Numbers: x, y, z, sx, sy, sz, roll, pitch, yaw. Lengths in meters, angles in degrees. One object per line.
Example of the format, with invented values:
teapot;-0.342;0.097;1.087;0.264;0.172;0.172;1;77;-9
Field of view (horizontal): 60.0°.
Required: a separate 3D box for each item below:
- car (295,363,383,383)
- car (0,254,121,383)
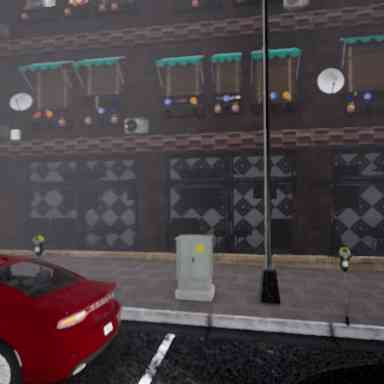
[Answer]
car;2.825;1.592;1.750;4.674;1.442;1.812;1;0;9
car;-3.250;1.539;4.542;4.507;1.381;1.887;1;-2;9
